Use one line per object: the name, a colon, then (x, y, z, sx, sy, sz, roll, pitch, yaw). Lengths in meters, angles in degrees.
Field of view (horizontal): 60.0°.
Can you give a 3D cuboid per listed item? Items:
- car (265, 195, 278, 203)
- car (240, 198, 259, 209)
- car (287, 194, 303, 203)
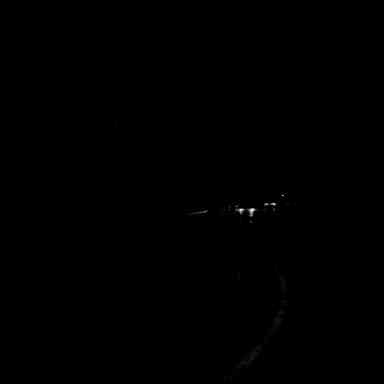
car: (15.077, 1.328, 62.577, 1.812, 1.442, 4.674, -1, 0, 24)
car: (8.088, 1.516, 46.761, 1.812, 1.442, 4.674, -1, 0, 24)
car: (19.571, 1.087, 64.086, 2.097, 1.767, 4.553, -1, 0, 24)
